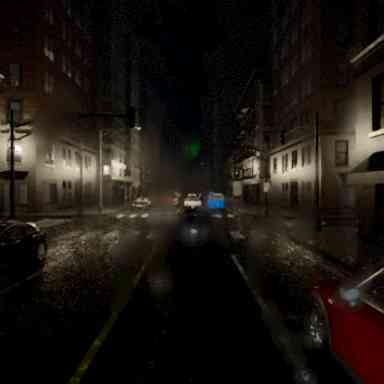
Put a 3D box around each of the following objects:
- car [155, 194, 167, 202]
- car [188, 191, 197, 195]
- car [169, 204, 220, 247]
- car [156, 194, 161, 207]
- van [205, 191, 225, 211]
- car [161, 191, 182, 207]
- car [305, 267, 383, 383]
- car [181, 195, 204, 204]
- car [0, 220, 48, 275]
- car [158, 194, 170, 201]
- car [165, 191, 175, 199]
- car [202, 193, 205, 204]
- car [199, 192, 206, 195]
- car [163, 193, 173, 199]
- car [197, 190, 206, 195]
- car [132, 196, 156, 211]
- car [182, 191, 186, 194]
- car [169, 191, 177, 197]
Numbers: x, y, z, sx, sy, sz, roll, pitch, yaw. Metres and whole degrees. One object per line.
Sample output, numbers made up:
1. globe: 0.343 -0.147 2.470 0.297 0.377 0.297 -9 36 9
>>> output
1. car: -5.391 1.038 58.507 1.752 1.417 4.829 0 0 0
2. car: -0.004 0.975 73.201 1.895 1.301 4.718 0 1 0
3. car: 0.089 1.445 14.322 1.994 1.385 4.181 0 1 0
4. car: -5.390 1.200 41.632 1.887 1.381 4.507 0 0 0
5. van: 2.635 1.043 35.958 1.690 1.788 3.998 0 0 0
6. car: -2.834 0.987 44.063 2.097 1.767 4.553 0 0 0
7. car: 2.637 1.411 3.360 1.967 1.590 4.097 0 0 0
8. car: 0.097 1.288 37.668 1.895 1.301 4.718 0 0 0
9. car: -5.388 1.477 8.870 2.008 1.369 4.403 0 0 0
10. car: -5.391 1.026 64.360 1.947 1.339 4.313 0 1 0
11. car: -5.392 0.622 81.401 2.192 1.841 5.009 0 1 0
12. car: 2.635 1.189 47.322 1.802 1.307 4.206 0 0 0
13. car: 2.635 1.092 58.684 1.802 1.307 4.206 0 1 0
14. car: -5.391 0.924 75.722 1.947 1.339 4.313 0 1 0
15. car: 2.634 0.774 64.364 2.192 1.841 5.009 0 1 0
16. car: -5.390 1.253 35.951 2.008 1.369 4.403 0 0 0
17. car: -2.782 0.980 61.200 2.128 1.511 4.902 0 1 1
18. car: -5.392 0.645 92.766 1.967 1.590 4.097 0 1 0
